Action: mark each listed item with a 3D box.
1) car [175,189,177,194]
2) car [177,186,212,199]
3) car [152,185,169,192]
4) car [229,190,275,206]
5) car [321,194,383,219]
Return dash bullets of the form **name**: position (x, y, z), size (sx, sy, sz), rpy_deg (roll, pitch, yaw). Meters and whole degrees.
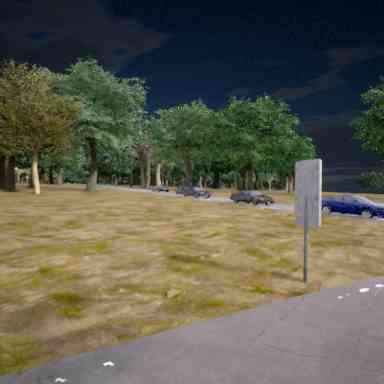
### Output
- **car**: position (-1.073, -0.252, 52.732), size (1.994, 1.385, 4.181), rpy_deg (2, 2, -28)
- **car**: position (0.563, 0.050, 43.192), size (2.033, 1.411, 5.357), rpy_deg (2, 1, -29)
- **car**: position (-5.835, -0.682, 61.321), size (1.994, 1.385, 4.181), rpy_deg (2, 2, -29)
- **car**: position (5.918, 0.530, 33.368), size (2.033, 1.411, 5.357), rpy_deg (2, 2, -29)
- **car**: position (11.384, 0.949, 23.427), size (1.882, 1.535, 5.008), rpy_deg (2, 1, -29)
